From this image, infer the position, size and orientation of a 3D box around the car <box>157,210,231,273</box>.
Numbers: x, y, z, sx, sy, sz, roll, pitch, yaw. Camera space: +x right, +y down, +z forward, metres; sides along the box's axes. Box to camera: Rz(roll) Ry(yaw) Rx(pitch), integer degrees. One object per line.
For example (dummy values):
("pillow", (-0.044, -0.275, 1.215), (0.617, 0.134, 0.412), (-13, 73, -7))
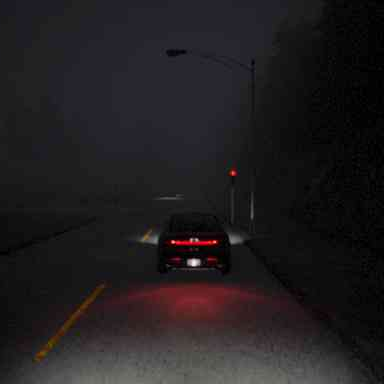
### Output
("car", (0.061, 1.292, 9.886), (1.837, 1.490, 4.892), (0, 1, 0))

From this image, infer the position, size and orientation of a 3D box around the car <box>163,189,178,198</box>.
("car", (-4.031, 0.289, 60.061), (1.994, 1.385, 4.181), (0, 1, 1))
